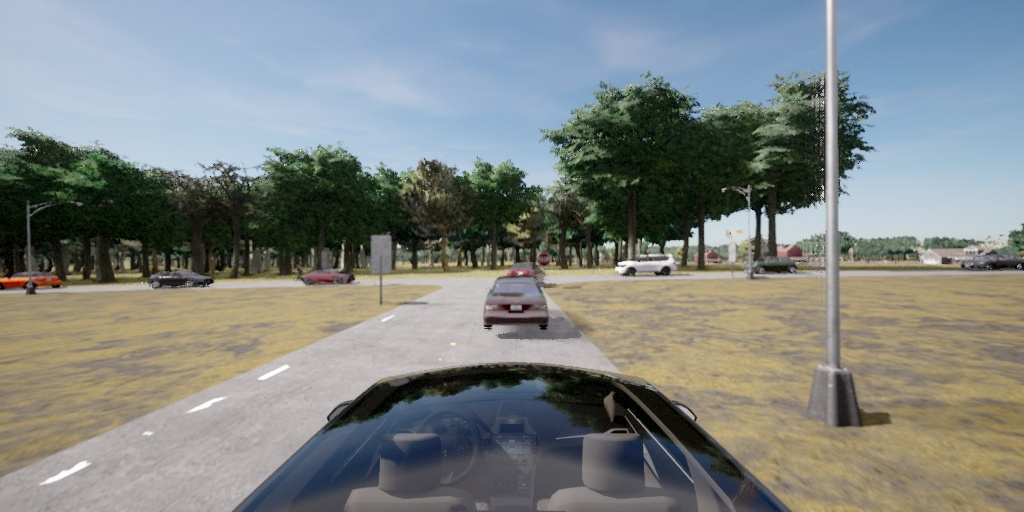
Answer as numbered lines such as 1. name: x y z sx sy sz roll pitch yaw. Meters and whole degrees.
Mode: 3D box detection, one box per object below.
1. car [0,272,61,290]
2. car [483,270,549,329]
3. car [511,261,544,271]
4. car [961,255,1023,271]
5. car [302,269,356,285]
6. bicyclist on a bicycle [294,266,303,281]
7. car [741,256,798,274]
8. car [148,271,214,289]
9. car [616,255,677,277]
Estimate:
1. car: -47.182 2.351 34.918 4.553 1.767 2.097 -1 0 1
2. car: 0.112 1.355 11.491 2.033 1.411 5.357 0 0 0
3. car: 1.190 1.263 26.568 2.097 1.767 4.553 0 0 16
4. car: 46.407 0.641 34.543 4.902 1.511 2.128 -1 0 1
5. car: -16.251 1.836 31.894 4.181 1.385 1.994 -1 0 0
6. bicyclist on a bicycle: -22.549 1.851 37.899 0.582 1.620 1.656 -1 0 0
7. car: 24.799 0.824 34.690 4.553 1.767 2.097 -1 0 0
8. car: -29.442 2.082 31.954 4.892 1.490 1.837 -1 0 0
9. car: 12.962 0.901 34.744 5.566 2.045 2.150 -1 0 0
